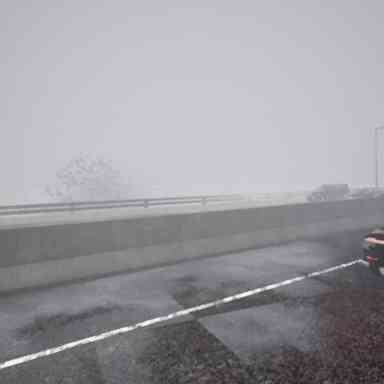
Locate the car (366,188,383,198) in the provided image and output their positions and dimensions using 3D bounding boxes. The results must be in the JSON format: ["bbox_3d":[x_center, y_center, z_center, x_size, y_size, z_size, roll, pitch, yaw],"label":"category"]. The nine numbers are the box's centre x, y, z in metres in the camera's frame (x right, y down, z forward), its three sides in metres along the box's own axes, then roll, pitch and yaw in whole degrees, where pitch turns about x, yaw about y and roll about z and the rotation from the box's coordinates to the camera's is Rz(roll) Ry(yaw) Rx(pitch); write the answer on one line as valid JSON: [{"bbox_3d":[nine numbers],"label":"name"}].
[{"bbox_3d":[17.734,0.316,29.143,4.553,1.767,2.097,-2,1,-34],"label":"car"}]

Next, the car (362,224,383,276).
[{"bbox_3d":[6.019,1.173,7.989,4.902,1.511,2.128,-2,1,-35],"label":"car"}]

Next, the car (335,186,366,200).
[{"bbox_3d":[16.777,0.415,32.729,4.902,1.511,2.128,-2,1,-34],"label":"car"}]

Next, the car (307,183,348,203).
[{"bbox_3d":[14.684,0.145,35.545,5.566,2.045,2.150,-2,1,-34],"label":"car"}]
